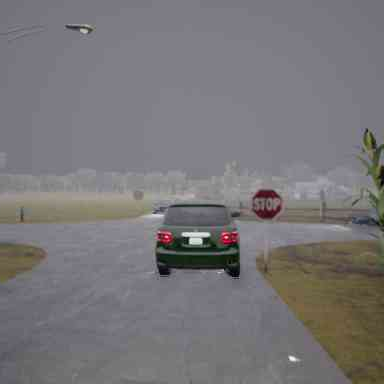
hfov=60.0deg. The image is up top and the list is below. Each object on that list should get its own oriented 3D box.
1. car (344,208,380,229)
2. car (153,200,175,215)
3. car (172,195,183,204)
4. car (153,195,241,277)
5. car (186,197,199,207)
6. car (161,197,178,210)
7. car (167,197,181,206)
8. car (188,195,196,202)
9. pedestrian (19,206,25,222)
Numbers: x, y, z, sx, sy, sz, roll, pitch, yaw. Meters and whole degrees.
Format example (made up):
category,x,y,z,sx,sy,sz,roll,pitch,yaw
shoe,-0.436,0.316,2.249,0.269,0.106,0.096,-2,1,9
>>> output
category,x,y,z,sx,sy,sz,roll,pitch,yaw
car,12.609,1.508,20.954,5.357,1.411,2.033,0,2,0
car,-2.853,1.527,34.533,1.994,1.385,4.181,0,0,0
car,-2.768,1.425,63.141,1.882,1.535,5.008,0,0,0
car,0.345,1.211,10.377,2.150,2.045,5.566,0,0,5
car,0.097,1.500,52.689,2.033,1.411,5.357,0,0,0
car,-2.847,1.435,43.267,1.882,1.535,5.008,0,0,0
car,-2.838,1.517,53.080,1.994,1.385,4.181,0,0,0
car,-0.015,1.421,75.512,1.882,1.535,5.008,0,0,0
pedestrian,-12.186,1.596,23.882,0.500,1.100,0.500,0,2,0
